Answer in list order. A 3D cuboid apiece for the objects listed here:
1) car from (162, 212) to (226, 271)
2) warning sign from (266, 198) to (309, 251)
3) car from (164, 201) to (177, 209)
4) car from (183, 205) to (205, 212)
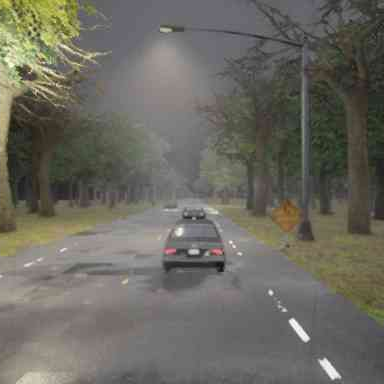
[{"bbox_3d":[0.082,1.620,11.152,2.033,1.411,5.357,0,0,1],"label":"car"},{"bbox_3d":[3.578,1.197,12.582,1.300,1.860,1.060,-1,-2,0],"label":"warning sign"},{"bbox_3d":[-3.357,2.051,52.884,1.994,1.385,4.181,0,-1,0],"label":"car"},{"bbox_3d":[0.177,1.804,28.506,1.895,1.301,4.718,0,0,1],"label":"car"}]
